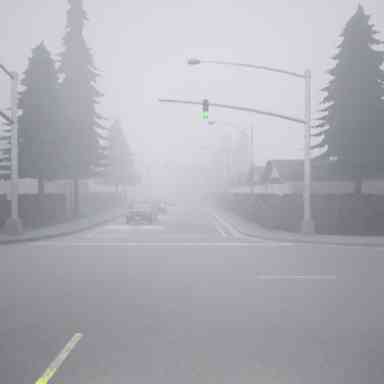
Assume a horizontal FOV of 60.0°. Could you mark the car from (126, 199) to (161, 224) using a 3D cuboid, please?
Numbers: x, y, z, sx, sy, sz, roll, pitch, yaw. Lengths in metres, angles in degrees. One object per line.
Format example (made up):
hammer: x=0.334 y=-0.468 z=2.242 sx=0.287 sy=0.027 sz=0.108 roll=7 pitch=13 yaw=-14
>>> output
car: x=-3.691 y=1.514 z=24.993 sx=1.812 sy=1.442 sz=4.674 roll=0 pitch=0 yaw=1

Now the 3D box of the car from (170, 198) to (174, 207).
car: x=-3.699 y=1.555 z=49.854 sx=1.994 sy=1.385 sz=4.181 roll=0 pitch=0 yaw=0

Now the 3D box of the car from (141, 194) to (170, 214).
car: x=-3.726 y=1.334 z=34.764 sx=2.097 sy=1.767 sz=4.553 roll=0 pitch=0 yaw=0

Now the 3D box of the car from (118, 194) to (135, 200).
car: x=-16.519 y=1.320 z=83.771 sx=3.806 sy=1.475 sz=1.970 roll=0 pitch=0 yaw=-1

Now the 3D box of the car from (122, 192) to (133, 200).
car: x=-17.097 y=1.038 z=80.440 sx=3.866 sy=1.878 sz=1.905 roll=0 pitch=0 yaw=-1
